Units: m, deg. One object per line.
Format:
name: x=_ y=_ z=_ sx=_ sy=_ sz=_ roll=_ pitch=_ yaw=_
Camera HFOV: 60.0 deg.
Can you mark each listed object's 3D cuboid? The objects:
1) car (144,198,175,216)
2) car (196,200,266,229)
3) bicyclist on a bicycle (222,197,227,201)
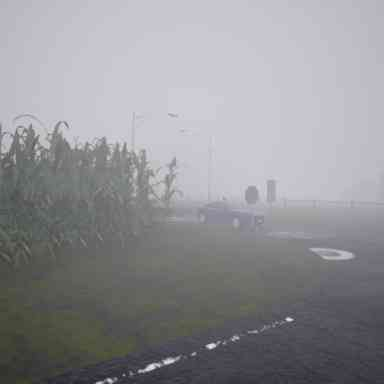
car: x=-3.558 y=1.226 z=28.308 sx=2.033 sy=1.411 sz=5.357 roll=1 pitch=0 yaw=-36
car: x=2.256 y=1.280 z=20.240 sx=1.882 sy=1.535 sz=5.008 roll=1 pitch=0 yaw=-36
bicyclist on a bicycle: x=2.921 y=1.243 z=29.524 sx=1.656 sy=1.620 sz=0.582 roll=-1 pitch=1 yaw=-36
